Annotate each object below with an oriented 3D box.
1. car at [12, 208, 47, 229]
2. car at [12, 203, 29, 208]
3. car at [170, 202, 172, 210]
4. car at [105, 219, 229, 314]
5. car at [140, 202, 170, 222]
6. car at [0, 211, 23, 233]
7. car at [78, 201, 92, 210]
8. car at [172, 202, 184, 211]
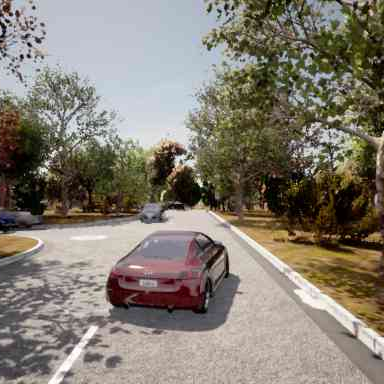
[{"bbox_3d":[-13.458,2.052,23.947,5.357,1.411,2.033,-1,-2,-6],"label":"car"},{"bbox_3d":[-32.319,2.386,64.297,5.566,2.045,2.150,-1,-2,21],"label":"car"},{"bbox_3d":[-6.398,2.441,56.094,5.357,1.411,2.033,-2,-3,43],"label":"car"},{"bbox_3d":[-0.306,1.588,7.817,1.994,1.385,4.181,0,0,13],"label":"car"},{"bbox_3d":[-3.378,1.783,29.063,2.128,1.511,4.902,0,-1,0],"label":"car"},{"bbox_3d":[-13.541,1.987,20.727,4.718,1.301,1.895,-1,-2,-3],"label":"car"},{"bbox_3d":[-19.146,2.473,62.733,4.553,1.767,2.097,0,-2,0],"label":"car"},{"bbox_3d":[-3.255,2.418,57.306,1.882,1.535,5.008,2,-3,-33],"label":"car"}]
